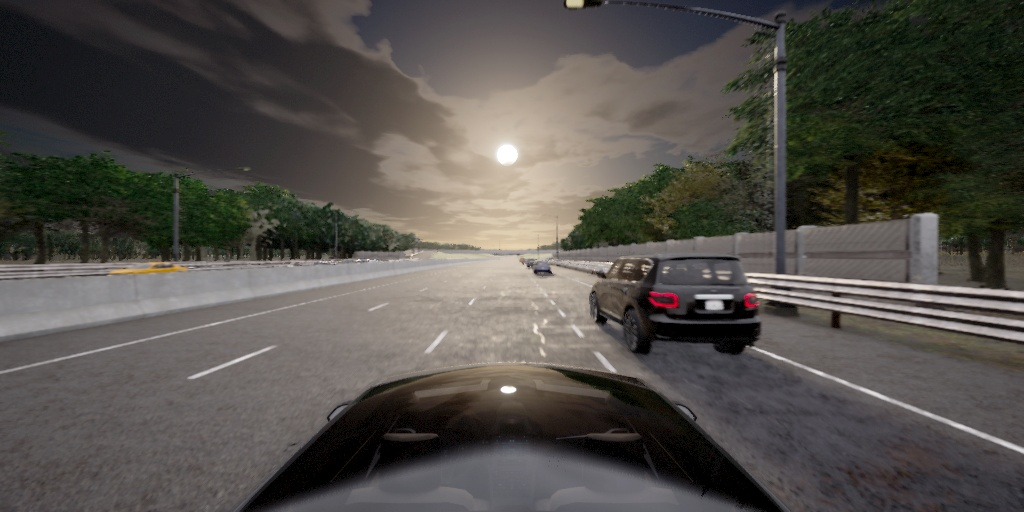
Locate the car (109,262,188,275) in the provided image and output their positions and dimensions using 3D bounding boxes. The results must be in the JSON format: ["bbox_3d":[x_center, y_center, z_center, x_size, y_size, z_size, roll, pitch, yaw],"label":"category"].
[{"bbox_3d":[-28.078,1.234,27.899,1.882,1.535,5.008,0,0,0],"label":"car"}]

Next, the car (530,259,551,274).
[{"bbox_3d":[3.489,1.340,42.335,1.994,1.385,4.181,0,0,0],"label":"car"}]

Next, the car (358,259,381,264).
[{"bbox_3d":[-17.560,1.300,46.070,1.812,1.442,4.674,0,0,0],"label":"car"}]

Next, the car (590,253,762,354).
[{"bbox_3d":[3.499,0.949,8.888,2.150,2.045,5.566,0,0,0],"label":"car"}]

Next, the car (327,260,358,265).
[{"bbox_3d":[-21.059,1.264,46.047,2.128,1.511,4.902,0,0,0],"label":"car"}]

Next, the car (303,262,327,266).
[{"bbox_3d":[-24.549,1.373,45.720,1.895,1.301,4.718,0,0,1],"label":"car"}]

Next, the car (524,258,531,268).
[{"bbox_3d":[3.482,1.398,62.218,1.895,1.301,4.718,0,0,0],"label":"car"}]
